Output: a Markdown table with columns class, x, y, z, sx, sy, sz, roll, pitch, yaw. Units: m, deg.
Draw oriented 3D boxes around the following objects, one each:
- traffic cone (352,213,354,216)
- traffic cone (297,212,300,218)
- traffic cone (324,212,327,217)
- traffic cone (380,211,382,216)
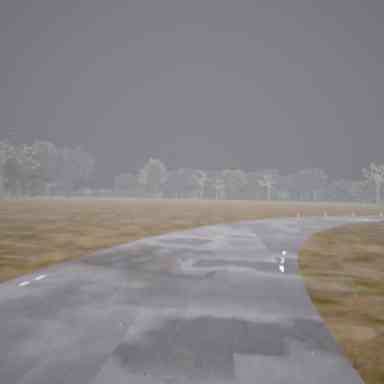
| class | x | y | z | sx | sy | sz | roll | pitch | yaw |
| --- | --- | --- | --- | --- | --- | --- | --- | --- | --- |
| traffic cone | 19.502 | 2.632 | 40.283 | 0.340 | 0.580 | 0.340 | 2 | -1 | -29 |
| traffic cone | 10.902 | 2.365 | 34.101 | 0.340 | 0.580 | 0.340 | 2 | -1 | -42 |
| traffic cone | 15.026 | 2.495 | 37.438 | 0.340 | 0.580 | 0.340 | 2 | -1 | -36 |
| traffic cone | 24.243 | 2.775 | 42.589 | 0.340 | 0.580 | 0.340 | 2 | -1 | -23 |
